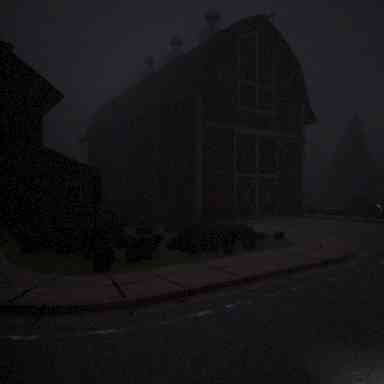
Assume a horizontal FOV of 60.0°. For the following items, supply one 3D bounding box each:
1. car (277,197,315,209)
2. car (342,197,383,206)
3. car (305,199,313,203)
[{"bbox_3d":[14.589,1.478,46.927,1.882,1.535,5.008,0,0,-34],"label":"car"},{"bbox_3d":[18.226,1.351,35.080,2.097,1.767,4.553,0,0,-34],"label":"car"},{"bbox_3d":[13.047,1.494,42.634,2.128,1.511,4.902,0,0,-34],"label":"car"}]
